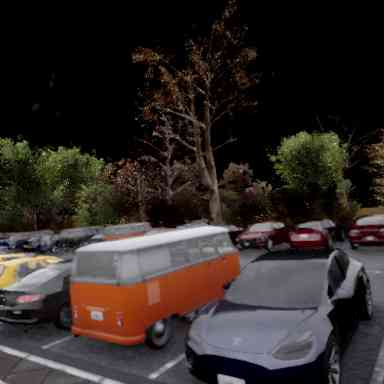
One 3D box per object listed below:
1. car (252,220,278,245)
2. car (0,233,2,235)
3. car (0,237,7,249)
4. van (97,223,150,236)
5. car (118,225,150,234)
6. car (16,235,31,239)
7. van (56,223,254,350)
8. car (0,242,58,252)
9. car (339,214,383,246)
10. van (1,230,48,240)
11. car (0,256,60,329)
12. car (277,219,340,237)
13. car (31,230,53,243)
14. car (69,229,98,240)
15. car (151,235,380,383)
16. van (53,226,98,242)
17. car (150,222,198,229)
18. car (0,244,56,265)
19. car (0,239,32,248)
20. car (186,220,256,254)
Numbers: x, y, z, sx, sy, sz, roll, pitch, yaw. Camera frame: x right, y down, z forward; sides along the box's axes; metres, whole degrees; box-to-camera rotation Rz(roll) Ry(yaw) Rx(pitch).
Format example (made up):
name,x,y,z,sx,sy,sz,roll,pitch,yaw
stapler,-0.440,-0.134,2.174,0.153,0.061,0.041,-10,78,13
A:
name,x,y,z,sx,sy,sz,roll,pitch,yaw
car,4.285,2.472,19.502,2.097,1.535,5.008,-8,-4,35
car,-23.327,5.910,38.868,2.435,2.045,5.566,-7,-4,35
car,-25.607,6.454,40.468,2.163,1.488,4.792,-7,-4,35
van,-4.753,3.488,25.987,1.878,1.987,4.442,-8,-4,35
car,-2.603,3.413,24.341,2.097,1.535,5.008,-8,-5,35
car,-13.962,4.997,32.357,2.163,1.488,4.792,-8,-5,35
van,-0.438,1.899,7.598,1.878,1.987,4.442,-8,-5,35
car,-7.486,3.062,12.179,1.946,1.575,5.366,-8,-5,35
car,8.974,1.830,16.197,2.097,1.535,5.008,-8,-5,35
van,-16.369,5.057,33.865,1.878,1.987,4.442,-8,-4,35
car,-2.781,2.477,9.097,2.002,1.452,4.674,-8,-5,35
car,6.699,2.174,17.836,2.163,1.488,4.792,-8,-5,35
car,-11.819,4.543,30.773,2.185,1.767,4.553,-8,-5,35
car,-7.093,4.028,27.497,2.231,1.521,4.892,-8,-5,35
car,1.799,1.838,5.848,2.163,1.488,4.792,-8,-5,35
van,-9.346,4.116,29.217,1.878,1.987,4.442,-8,-5,35
car,-0.303,2.975,22.757,2.185,1.767,4.553,-8,-5,35
car,-4.974,2.748,10.868,1.946,1.575,5.366,-8,-5,35
car,-9.670,3.254,13.978,2.185,1.767,4.553,-8,-5,35
car,1.983,2.786,21.107,2.097,1.535,5.008,-8,-5,35
